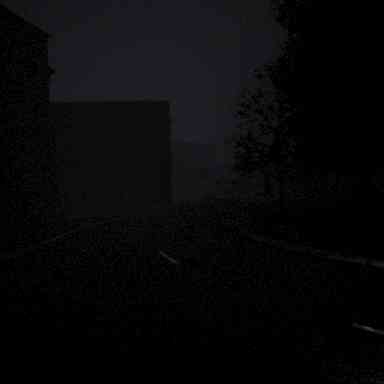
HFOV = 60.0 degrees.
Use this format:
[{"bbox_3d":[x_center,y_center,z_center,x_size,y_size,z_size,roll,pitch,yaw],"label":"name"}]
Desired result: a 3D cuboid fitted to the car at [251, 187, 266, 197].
[{"bbox_3d":[10.484,-0.056,52.652,1.882,1.535,5.008,-2,1,2],"label":"car"}]
